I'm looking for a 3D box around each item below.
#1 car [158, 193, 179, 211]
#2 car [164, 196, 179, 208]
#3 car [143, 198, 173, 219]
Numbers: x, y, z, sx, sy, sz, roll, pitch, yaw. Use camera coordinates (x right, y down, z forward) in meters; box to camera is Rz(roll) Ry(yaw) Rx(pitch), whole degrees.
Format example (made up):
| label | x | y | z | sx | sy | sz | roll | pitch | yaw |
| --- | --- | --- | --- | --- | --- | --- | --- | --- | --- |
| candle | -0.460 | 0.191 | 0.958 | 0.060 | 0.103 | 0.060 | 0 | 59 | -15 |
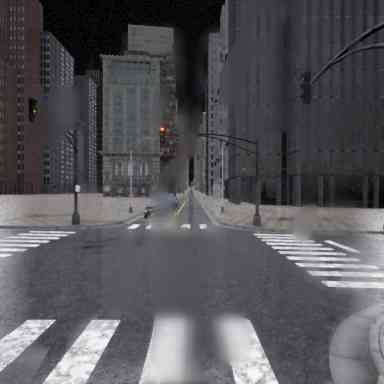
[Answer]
| label | x | y | z | sx | sy | sz | roll | pitch | yaw |
| --- | --- | --- | --- | --- | --- | --- | --- | --- | --- |
| car | -3.107 | 1.219 | 40.297 | 2.150 | 2.045 | 5.566 | 0 | 0 | 0 |
| car | -3.099 | 1.475 | 50.880 | 1.882 | 1.535 | 5.008 | 0 | 0 | 1 |
| car | -3.107 | 1.546 | 29.850 | 2.033 | 1.411 | 5.357 | 0 | 0 | 0 |
